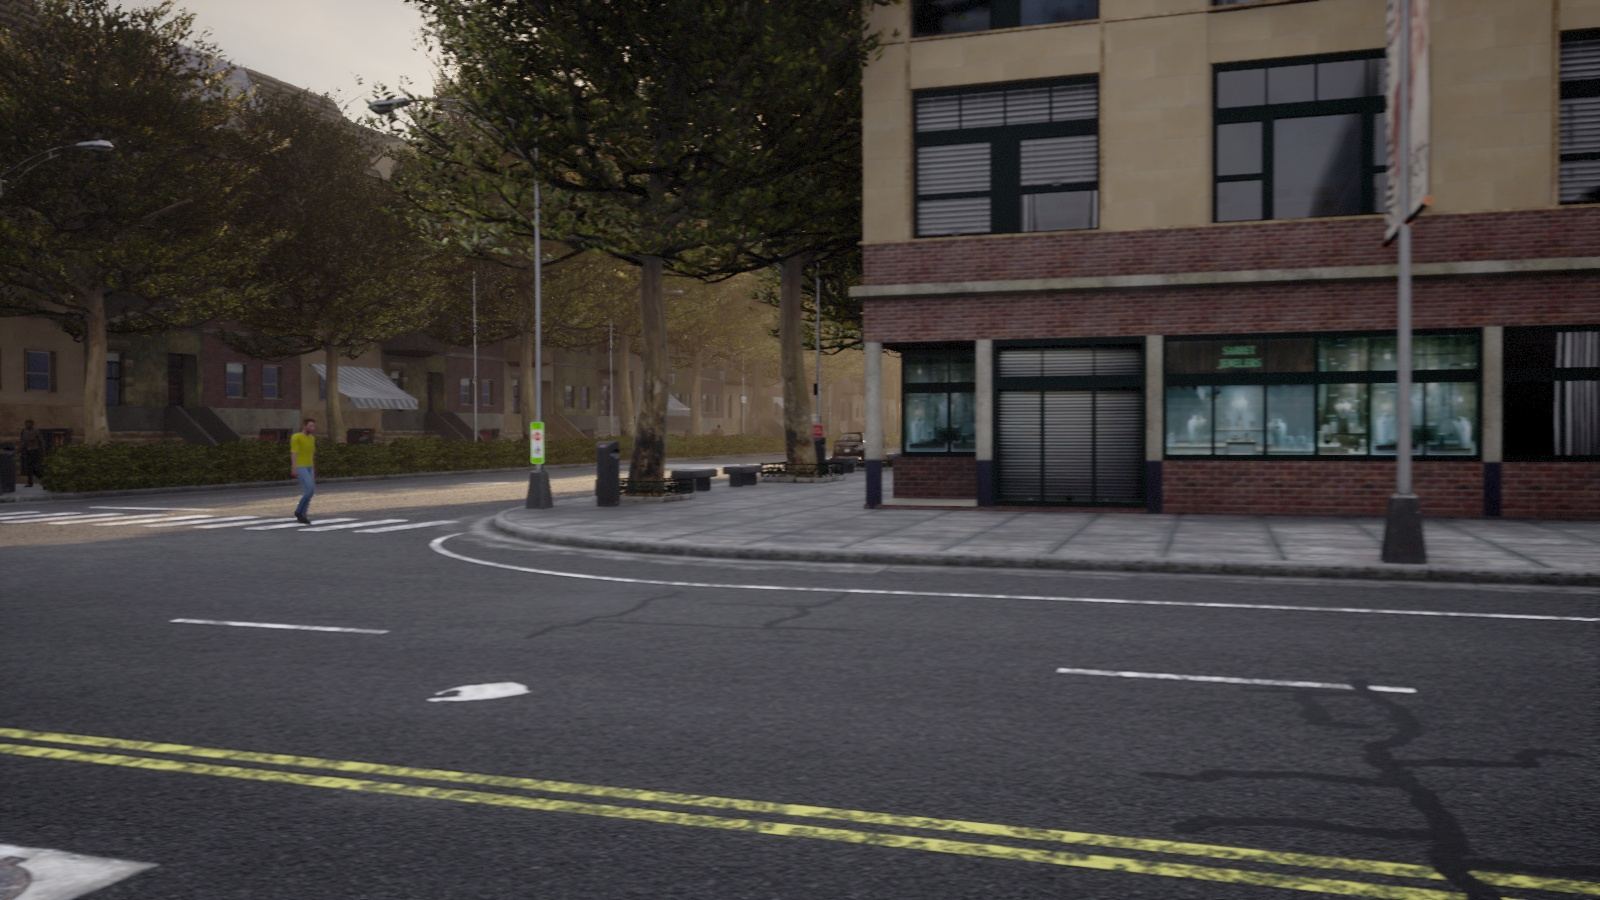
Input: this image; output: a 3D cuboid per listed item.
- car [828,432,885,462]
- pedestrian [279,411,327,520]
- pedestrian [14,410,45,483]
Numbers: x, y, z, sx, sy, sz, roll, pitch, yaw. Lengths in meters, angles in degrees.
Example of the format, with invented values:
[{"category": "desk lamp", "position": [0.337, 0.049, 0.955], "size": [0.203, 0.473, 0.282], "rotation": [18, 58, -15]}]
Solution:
[{"category": "car", "position": [2.942, -0.179, 64.356], "size": [1.816, 1.474, 4.193], "rotation": [1, 1, 18]}, {"category": "pedestrian", "position": [-8.480, 0.255, 21.445], "size": [0.706, 1.836, 0.354], "rotation": [1, 1, 22]}, {"category": "pedestrian", "position": [-19.668, -0.104, 32.058], "size": [0.331, 1.846, 0.634], "rotation": [0, 1, 12]}]
